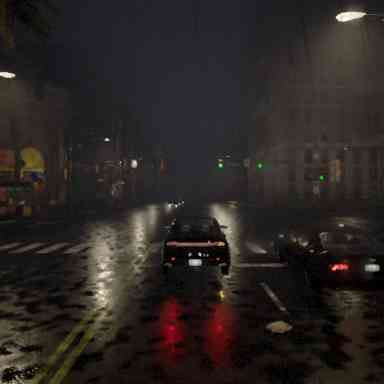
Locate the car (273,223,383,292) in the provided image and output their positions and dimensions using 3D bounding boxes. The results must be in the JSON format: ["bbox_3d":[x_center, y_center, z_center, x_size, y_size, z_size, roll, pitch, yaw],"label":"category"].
[{"bbox_3d":[3.645,1.561,9.114,2.033,1.411,5.357,0,0,2],"label":"car"}]

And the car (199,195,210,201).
[{"bbox_3d":[3.289,1.658,91.302,1.812,1.442,4.674,0,0,22],"label":"car"}]

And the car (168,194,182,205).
[{"bbox_3d":[-3.492,1.641,63.654,2.033,1.411,5.357,0,0,0],"label":"car"}]

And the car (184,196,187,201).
[{"bbox_3d":[-2.559,1.601,83.942,1.882,1.535,5.008,0,0,10],"label":"car"}]

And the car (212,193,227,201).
[{"bbox_3d":[7.191,1.489,91.506,2.097,1.767,4.553,0,0,25],"label":"car"}]

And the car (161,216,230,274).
[{"bbox_3d":[0.119,1.507,10.559,2.128,1.511,4.902,0,0,1],"label":"car"}]

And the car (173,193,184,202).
[{"bbox_3d":[-3.491,1.333,73.794,2.150,2.045,5.566,0,0,0],"label":"car"}]
